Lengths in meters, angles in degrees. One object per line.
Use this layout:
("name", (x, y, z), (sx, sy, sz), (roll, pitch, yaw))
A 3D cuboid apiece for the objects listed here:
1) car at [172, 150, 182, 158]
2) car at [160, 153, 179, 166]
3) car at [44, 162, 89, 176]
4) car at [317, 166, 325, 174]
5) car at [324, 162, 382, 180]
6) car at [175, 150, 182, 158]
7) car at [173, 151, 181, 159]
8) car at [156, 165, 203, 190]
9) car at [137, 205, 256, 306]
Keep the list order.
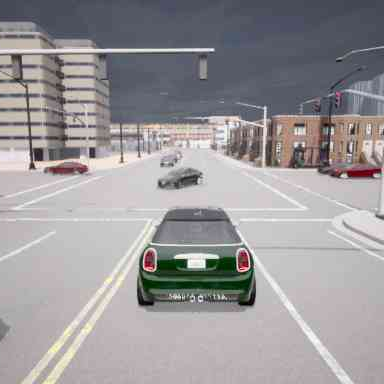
("car", (-3.375, -8.943, 77.551), (2.097, 1.767, 4.553), (0, 8, 0))
("car", (-3.534, -4.521, 48.870), (2.128, 1.511, 4.902), (0, 8, 1))
("car", (-13.511, -2.549, 35.916), (4.674, 1.442, 1.812), (0, 8, 0))
("car", (16.378, -2.515, 35.780), (5.357, 1.411, 2.033), (0, 8, 0))
("car", (16.030, -2.065, 32.302), (5.008, 1.535, 1.882), (0, 8, 0))
("car", (-3.402, -7.269, 67.502), (1.812, 1.442, 4.674), (0, 8, 1))
("car", (-3.486, -5.930, 58.207), (1.882, 1.535, 5.008), (0, 9, 0))
("car", (-0.904, -1.148, 26.376), (1.837, 1.490, 4.892), (3, 9, 31))
("car", (0.088, 1.074, 7.671), (2.097, 1.767, 4.553), (0, 4, 0))
